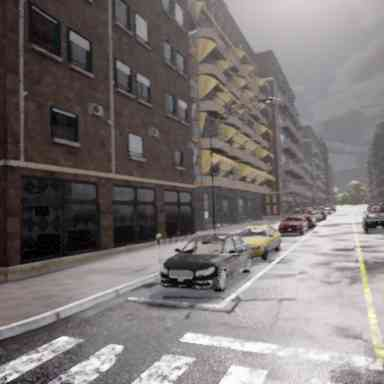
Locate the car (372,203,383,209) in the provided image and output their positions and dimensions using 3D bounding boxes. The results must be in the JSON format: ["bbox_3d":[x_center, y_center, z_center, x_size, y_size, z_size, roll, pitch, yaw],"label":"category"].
[{"bbox_3d":[27.265,2.472,46.897,2.192,1.841,5.009,-3,-3,25],"label":"car"}]

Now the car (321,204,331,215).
[{"bbox_3d":[17.331,2.837,45.470,2.192,1.841,5.009,-3,-3,25],"label":"car"}]

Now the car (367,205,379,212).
[{"bbox_3d":[39.197,3.478,72.031,2.008,1.369,4.403,-3,-3,25],"label":"car"}]

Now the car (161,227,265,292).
[{"bbox_3d":[0.644,2.005,10.256,2.008,1.369,4.403,-3,-3,25],"label":"car"}]

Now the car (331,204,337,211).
[{"bbox_3d":[31.640,3.762,75.643,2.192,1.841,5.009,-3,-3,25],"label":"car"}]

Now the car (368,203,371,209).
[{"bbox_3d":[34.427,3.163,61.973,1.887,1.381,4.507,-3,-3,25],"label":"car"}]

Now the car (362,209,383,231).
[{"bbox_3d":[14.000,2.229,25.180,1.895,1.301,4.718,-4,-3,25],"label":"car"}]

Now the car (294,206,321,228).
[{"bbox_3d":[10.176,2.378,30.383,2.192,1.841,5.009,-3,-3,25],"label":"car"}]

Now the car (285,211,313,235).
[{"bbox_3d":[7.799,2.455,25.344,1.887,1.381,4.507,-3,-3,25],"label":"car"}]

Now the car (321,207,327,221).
[{"bbox_3d":[14.880,2.889,40.278,1.752,1.417,4.829,-3,-3,25],"label":"car"}]

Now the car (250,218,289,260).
[{"bbox_3d":[2.955,2.127,15.132,1.752,1.417,4.829,-3,-3,25],"label":"car"}]

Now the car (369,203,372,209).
[{"bbox_3d":[32.043,3.015,56.944,2.008,1.369,4.403,-3,-3,25],"label":"car"}]

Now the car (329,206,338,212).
[{"bbox_3d":[36.419,4.338,85.689,1.802,1.307,4.206,-3,-3,25],"label":"car"}]

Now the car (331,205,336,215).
[{"bbox_3d":[24.494,3.550,60.545,1.947,1.339,4.313,-3,-3,25],"label":"car"}]

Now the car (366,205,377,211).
[{"bbox_3d":[41.583,3.648,77.059,1.947,1.339,4.313,-3,-3,25],"label":"car"}]
